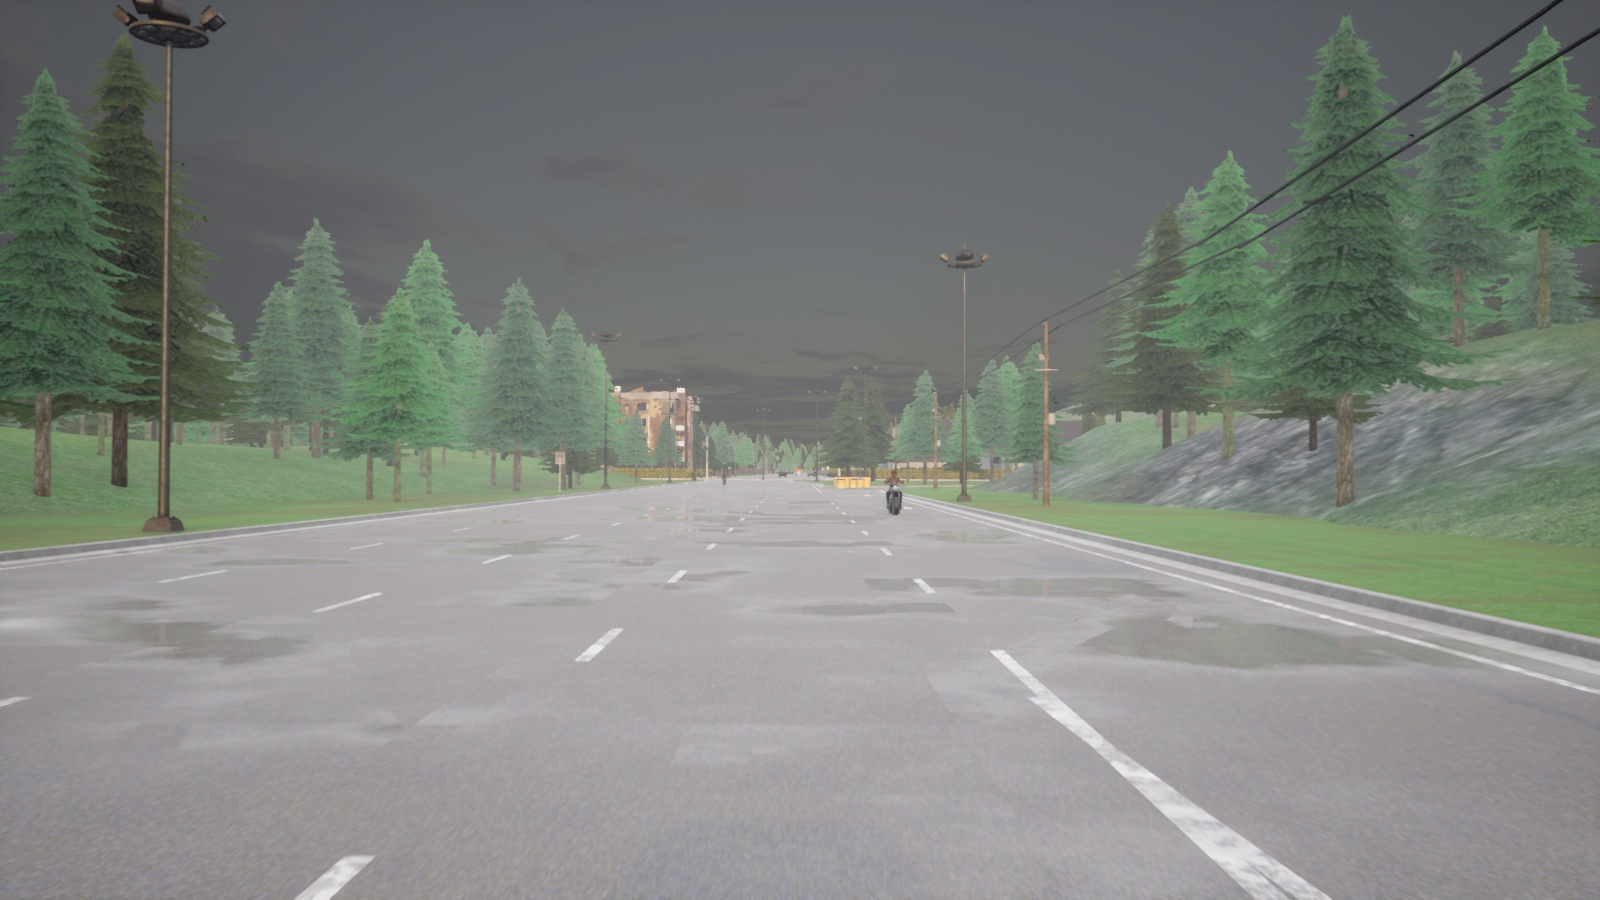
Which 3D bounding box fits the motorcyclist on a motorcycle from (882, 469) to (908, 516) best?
[{"bbox_3d":[3.391,1.504,44.991,0.766,1.649,2.350,0,-1,0],"label":"motorcyclist on a motorcycle"}]
